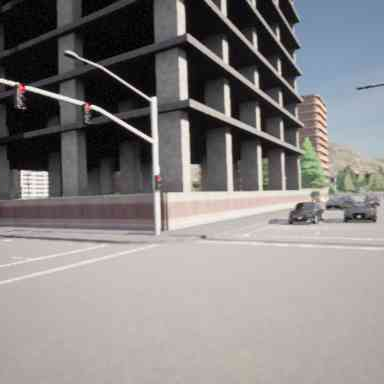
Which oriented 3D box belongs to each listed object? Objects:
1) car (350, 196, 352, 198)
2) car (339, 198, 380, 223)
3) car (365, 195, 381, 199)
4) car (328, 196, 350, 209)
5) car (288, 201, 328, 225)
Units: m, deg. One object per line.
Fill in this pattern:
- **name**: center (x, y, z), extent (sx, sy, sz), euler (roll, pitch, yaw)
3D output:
- **car**: center (22.609, 1.293, 48.820), extent (2.033, 1.411, 5.357), euler (-2, -1, 30)
- **car**: center (11.850, 1.393, 23.387), extent (1.994, 1.385, 4.181), euler (-2, -1, 30)
- **car**: center (23.341, 1.146, 43.240), extent (2.128, 1.511, 4.902), euler (-2, -1, 30)
- **car**: center (16.929, 1.381, 39.171), extent (2.033, 1.411, 5.357), euler (-2, -1, 30)
- **car**: center (8.279, 1.467, 24.002), extent (1.837, 1.490, 4.892), euler (-2, -1, 30)
